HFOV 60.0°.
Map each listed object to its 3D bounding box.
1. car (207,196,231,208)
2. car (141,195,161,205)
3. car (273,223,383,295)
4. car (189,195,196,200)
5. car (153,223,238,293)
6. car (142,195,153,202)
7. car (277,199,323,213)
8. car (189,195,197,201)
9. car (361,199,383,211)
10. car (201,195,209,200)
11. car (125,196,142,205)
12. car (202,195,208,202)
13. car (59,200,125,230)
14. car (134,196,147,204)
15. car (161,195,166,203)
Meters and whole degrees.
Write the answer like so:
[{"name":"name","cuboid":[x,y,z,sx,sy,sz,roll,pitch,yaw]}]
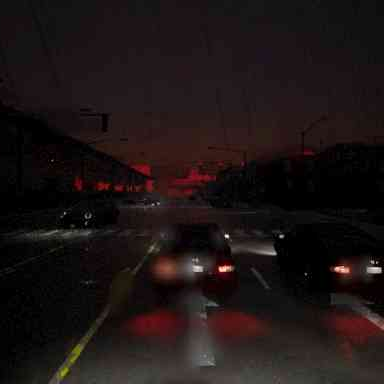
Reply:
[{"name":"car","cuboid":[4.026,1.564,47.278,1.994,1.385,4.181,0,0,-13]},{"name":"car","cuboid":[-6.935,1.601,57.052,1.895,1.301,4.718,0,0,0]},{"name":"car","cuboid":[3.581,1.547,8.892,2.033,1.411,5.357,0,0,2]},{"name":"car","cuboid":[0.223,1.500,93.793,1.837,1.490,4.892,0,0,0]},{"name":"car","cuboid":[0.090,1.547,9.000,2.033,1.411,5.357,0,0,0]},{"name":"car","cuboid":[-10.317,1.478,76.858,1.882,1.535,5.008,0,0,0]},{"name":"car","cuboid":[11.758,1.492,36.266,4.902,1.511,2.128,0,0,-3]},{"name":"car","cuboid":[0.194,1.540,81.511,2.033,1.411,5.357,0,0,0]},{"name":"car","cuboid":[23.365,1.547,39.911,5.357,1.411,2.033,0,0,0]},{"name":"car","cuboid":[3.723,1.525,93.809,2.128,1.511,4.902,0,0,0]},{"name":"car","cuboid":[-10.434,1.478,57.264,1.882,1.535,5.008,0,0,0]},{"name":"car","cuboid":[3.693,1.524,74.090,1.812,1.442,4.674,0,0,0]},{"name":"car","cuboid":[-6.313,1.352,21.038,2.097,1.767,4.553,0,0,13]},{"name":"car","cuboid":[-10.360,1.505,66.724,1.837,1.490,4.892,0,0,1]},{"name":"car","cuboid":[-6.867,1.601,66.379,1.895,1.301,4.718,0,0,1]}]
